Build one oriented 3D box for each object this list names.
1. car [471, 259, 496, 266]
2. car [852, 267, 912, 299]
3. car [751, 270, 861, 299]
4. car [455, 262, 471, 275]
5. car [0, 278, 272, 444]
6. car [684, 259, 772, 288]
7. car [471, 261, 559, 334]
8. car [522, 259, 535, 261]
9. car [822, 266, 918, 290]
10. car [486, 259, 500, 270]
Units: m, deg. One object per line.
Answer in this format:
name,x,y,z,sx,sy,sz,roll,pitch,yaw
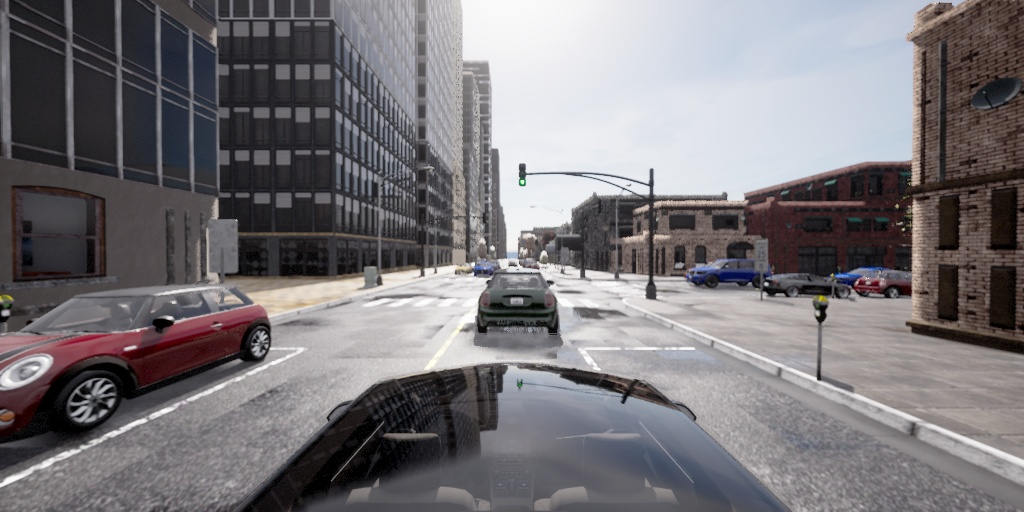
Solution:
car,-3.090,1.418,39.612,1.882,1.535,5.008,0,0,0
car,21.964,1.570,20.119,4.097,1.591,1.967,0,0,1
car,16.417,1.644,20.192,4.313,1.339,1.948,0,0,1
car,-5.816,1.484,43.102,1.751,1.417,4.829,0,0,0
car,-5.691,1.208,5.325,1.967,1.591,4.097,0,0,0
car,15.737,1.233,25.985,5.566,2.045,2.150,1,1,1
car,0.229,1.147,10.946,2.097,1.767,4.553,0,0,3
car,2.704,1.427,48.859,1.967,1.591,4.097,0,0,0
car,25.705,1.583,25.854,5.008,1.535,1.882,1,1,1
car,-3.063,1.394,59.578,2.097,1.767,4.553,0,0,0
